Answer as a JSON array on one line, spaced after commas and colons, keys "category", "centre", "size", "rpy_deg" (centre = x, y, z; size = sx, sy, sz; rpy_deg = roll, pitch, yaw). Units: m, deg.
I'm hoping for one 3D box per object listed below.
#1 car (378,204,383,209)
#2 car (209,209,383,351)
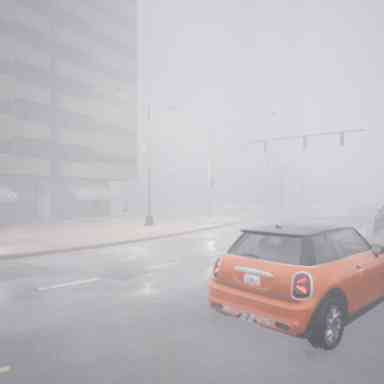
[{"category": "car", "centre": [11.736, 1.360, 18.964], "size": [2.097, 1.767, 4.553], "rpy_deg": [0, 0, 34]}, {"category": "car", "centre": [2.460, 1.362, 6.558], "size": [4.553, 1.767, 2.097], "rpy_deg": [0, 0, -44]}]
